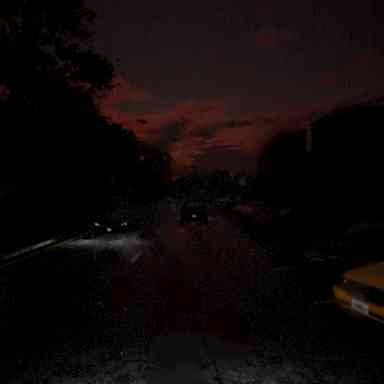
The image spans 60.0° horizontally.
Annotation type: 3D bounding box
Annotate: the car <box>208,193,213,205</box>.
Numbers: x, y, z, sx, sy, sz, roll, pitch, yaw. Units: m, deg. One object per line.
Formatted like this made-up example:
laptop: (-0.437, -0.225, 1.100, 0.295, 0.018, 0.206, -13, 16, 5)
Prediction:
car: (5.429, 1.263, 42.158, 5.566, 2.045, 2.435, 1, 0, -20)

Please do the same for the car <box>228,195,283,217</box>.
car: (5.389, 1.362, 24.165, 4.553, 1.767, 2.185, 1, 0, -20)

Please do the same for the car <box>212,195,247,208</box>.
car: (5.453, 1.405, 48.172, 4.553, 1.767, 2.185, 1, 0, -20)

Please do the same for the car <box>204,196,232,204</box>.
car: (5.387, 1.600, 69.137, 5.366, 1.575, 1.946, 1, 0, -20)

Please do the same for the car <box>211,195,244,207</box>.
car: (5.468, 1.414, 51.173, 4.553, 1.767, 2.185, 1, 0, -20)

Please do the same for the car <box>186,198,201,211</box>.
car: (0.206, 1.535, 42.545, 1.837, 1.490, 4.892, 0, 0, 0)

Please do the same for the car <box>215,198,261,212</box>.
car: (5.406, 1.537, 39.156, 4.792, 1.488, 2.163, 1, 0, -20)

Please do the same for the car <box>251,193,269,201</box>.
car: (18.600, 1.447, 91.189, 2.435, 2.045, 5.566, 0, 0, -21)

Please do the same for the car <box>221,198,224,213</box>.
car: (5.382, 1.533, 30.163, 4.674, 1.452, 2.002, 1, 0, -20)

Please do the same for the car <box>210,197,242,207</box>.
car: (5.515, 1.591, 54.181, 4.674, 1.452, 2.002, 1, 0, -20)

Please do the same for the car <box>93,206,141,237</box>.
car: (-3.928, 1.523, 18.108, 1.812, 1.442, 4.674, 0, 0, 0)

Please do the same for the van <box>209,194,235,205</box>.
van: (5.660, 1.359, 63.239, 4.442, 1.987, 1.878, 1, 0, -20)

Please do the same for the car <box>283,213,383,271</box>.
car: (5.319, 1.486, 9.153, 4.892, 1.521, 2.231, 1, 0, -20)

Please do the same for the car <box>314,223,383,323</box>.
car: (5.134, 1.479, 6.089, 5.366, 1.575, 1.946, 1, 0, -20)

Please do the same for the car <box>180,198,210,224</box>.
car: (0.147, 1.479, 24.958, 1.882, 1.535, 5.008, 0, 0, 0)

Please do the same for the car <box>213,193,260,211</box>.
car: (5.391, 1.246, 33.142, 5.566, 2.045, 2.435, 1, 0, -20)

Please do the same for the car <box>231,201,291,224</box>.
car: (5.316, 1.514, 21.146, 4.792, 1.488, 2.163, 1, 0, -20)

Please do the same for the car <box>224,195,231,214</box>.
car: (5.404, 1.364, 27.167, 4.553, 1.767, 2.185, 1, 0, -20)

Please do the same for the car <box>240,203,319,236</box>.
car: (5.335, 1.524, 18.154, 4.674, 1.452, 2.002, 1, 0, -20)

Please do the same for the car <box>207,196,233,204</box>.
car: (5.561, 1.634, 66.195, 4.674, 1.452, 2.002, 1, 0, -20)

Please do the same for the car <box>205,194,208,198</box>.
car: (5.531, 1.572, 60.193, 5.008, 1.535, 2.097, 1, 0, -20)

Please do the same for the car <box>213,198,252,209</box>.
car: (5.442, 1.552, 45.158, 4.792, 1.488, 2.163, 1, 0, -20)

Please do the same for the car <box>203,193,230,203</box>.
car: (5.592, 1.377, 75.231, 5.566, 2.045, 2.435, 1, 0, -20)

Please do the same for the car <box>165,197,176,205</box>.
car: (-3.912, 1.614, 60.988, 1.812, 1.442, 4.674, 0, 0, 1)
